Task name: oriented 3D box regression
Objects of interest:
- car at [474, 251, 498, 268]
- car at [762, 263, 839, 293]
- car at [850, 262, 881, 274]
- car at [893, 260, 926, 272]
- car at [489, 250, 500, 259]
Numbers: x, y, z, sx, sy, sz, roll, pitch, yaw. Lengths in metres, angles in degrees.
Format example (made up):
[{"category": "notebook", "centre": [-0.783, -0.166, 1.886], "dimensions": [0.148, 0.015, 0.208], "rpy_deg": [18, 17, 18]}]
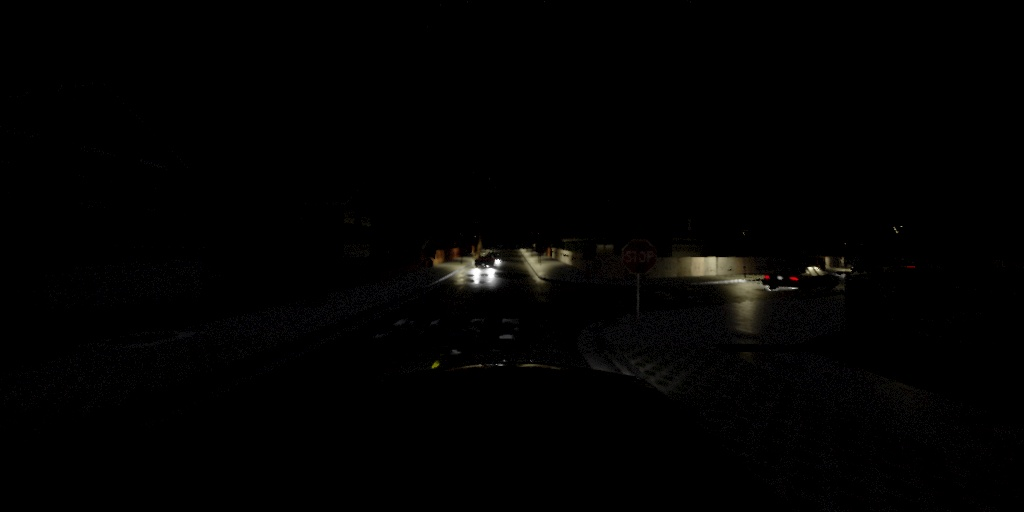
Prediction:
[{"category": "car", "centre": [-2.789, 0.448, 37.080], "dimensions": [1.895, 1.301, 4.718], "rpy_deg": [0, 2, 0]}, {"category": "car", "centre": [16.106, 1.200, 19.980], "dimensions": [5.357, 1.411, 2.033], "rpy_deg": [0, 1, -31]}, {"category": "car", "centre": [37.292, 1.263, 37.683], "dimensions": [4.718, 1.301, 1.895], "rpy_deg": [0, 0, -36]}, {"category": "car", "centre": [40.207, 1.197, 36.337], "dimensions": [4.892, 1.490, 1.837], "rpy_deg": [0, 1, -38]}, {"category": "car", "centre": [-2.735, -0.203, 53.172], "dimensions": [1.895, 1.301, 4.718], "rpy_deg": [0, 2, 1]}]
